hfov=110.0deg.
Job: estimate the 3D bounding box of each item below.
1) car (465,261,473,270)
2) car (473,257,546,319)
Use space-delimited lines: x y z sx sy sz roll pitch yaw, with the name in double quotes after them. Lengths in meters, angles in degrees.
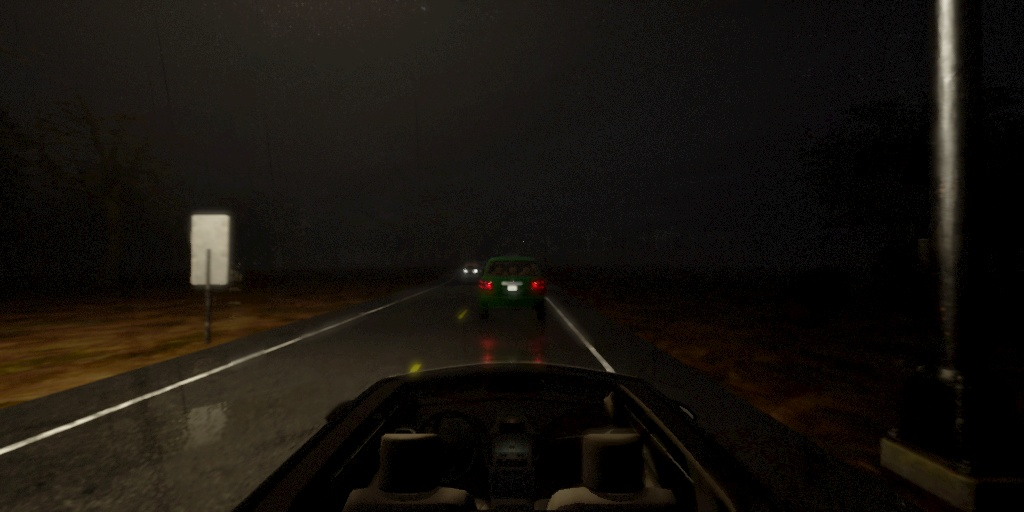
-6.821 1.573 60.666 1.882 1.535 5.008 0 0 -3 "car"
0.033 1.056 13.282 2.150 2.045 5.566 0 0 0 "car"
